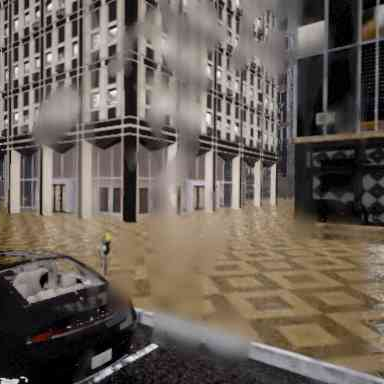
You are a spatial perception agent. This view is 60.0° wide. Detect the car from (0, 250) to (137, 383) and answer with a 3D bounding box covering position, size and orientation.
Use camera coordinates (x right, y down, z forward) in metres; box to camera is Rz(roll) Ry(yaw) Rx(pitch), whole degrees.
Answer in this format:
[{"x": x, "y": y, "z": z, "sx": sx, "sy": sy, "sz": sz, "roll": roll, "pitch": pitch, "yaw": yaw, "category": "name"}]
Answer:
[{"x": -2.739, "y": 1.536, "z": 4.821, "sx": 4.403, "sy": 1.369, "sz": 2.008, "roll": 0, "pitch": 1, "yaw": 36, "category": "car"}]
